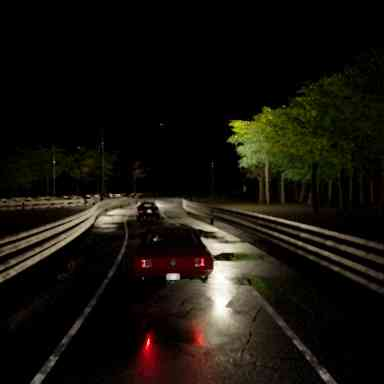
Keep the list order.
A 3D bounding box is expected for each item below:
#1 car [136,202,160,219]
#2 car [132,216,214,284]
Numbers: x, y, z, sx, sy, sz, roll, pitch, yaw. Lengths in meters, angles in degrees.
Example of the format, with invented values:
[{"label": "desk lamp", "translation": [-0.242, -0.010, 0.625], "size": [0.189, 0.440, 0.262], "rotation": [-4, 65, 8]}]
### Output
[{"label": "car", "translation": [-3.818, 1.606, 28.906], "size": [2.033, 1.411, 5.357], "rotation": [0, 0, -10]}, {"label": "car", "translation": [-0.631, 1.632, 9.726], "size": [1.895, 1.301, 4.718], "rotation": [0, 0, -5]}]
